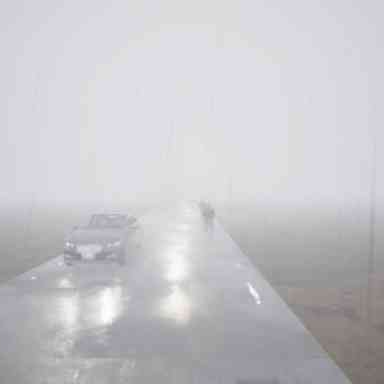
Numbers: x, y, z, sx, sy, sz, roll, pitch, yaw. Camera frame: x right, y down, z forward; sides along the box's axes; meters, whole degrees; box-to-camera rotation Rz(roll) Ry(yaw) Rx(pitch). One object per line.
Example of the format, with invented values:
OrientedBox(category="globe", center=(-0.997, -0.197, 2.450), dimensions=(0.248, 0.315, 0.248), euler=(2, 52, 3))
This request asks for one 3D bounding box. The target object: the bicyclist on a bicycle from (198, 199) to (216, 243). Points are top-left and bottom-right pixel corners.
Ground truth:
OrientedBox(category="bicyclist on a bicycle", center=(0.761, 1.351, 15.097), dimensions=(0.659, 1.776, 1.843), euler=(0, 0, 0))

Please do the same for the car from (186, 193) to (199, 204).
OrientedBox(category="car", center=(0.116, 1.170, 56.227), dimensions=(1.812, 1.442, 4.674), euler=(0, 1, 0))

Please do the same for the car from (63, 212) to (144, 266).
OrientedBox(category="car", center=(-2.846, 1.482, 11.577), dimensions=(2.128, 1.511, 4.902), euler=(0, 0, 0))
